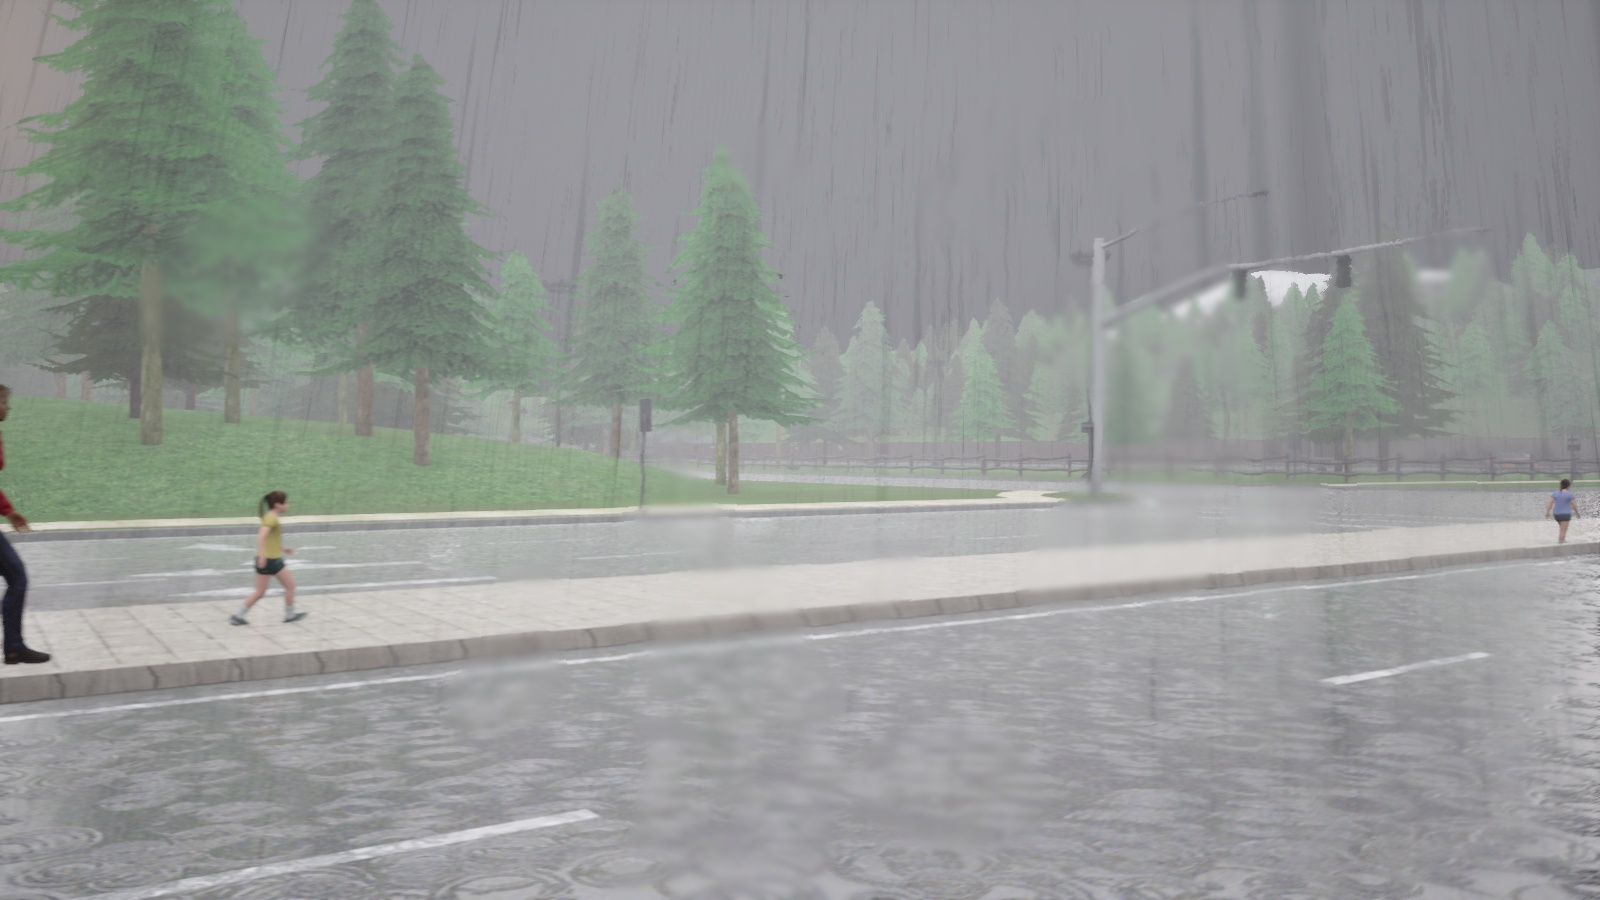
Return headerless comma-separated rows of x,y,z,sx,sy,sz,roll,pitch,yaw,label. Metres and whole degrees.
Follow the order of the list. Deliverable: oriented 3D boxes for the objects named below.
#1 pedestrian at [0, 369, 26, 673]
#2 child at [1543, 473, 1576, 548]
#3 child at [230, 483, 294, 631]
-5.108,0.433,7.677,0.636,1.846,0.331,0,0,-33,pedestrian
11.397,0.903,18.844,0.394,1.110,0.255,0,0,-31,child
-4.172,0.816,9.741,0.394,1.110,0.255,0,0,-40,child
